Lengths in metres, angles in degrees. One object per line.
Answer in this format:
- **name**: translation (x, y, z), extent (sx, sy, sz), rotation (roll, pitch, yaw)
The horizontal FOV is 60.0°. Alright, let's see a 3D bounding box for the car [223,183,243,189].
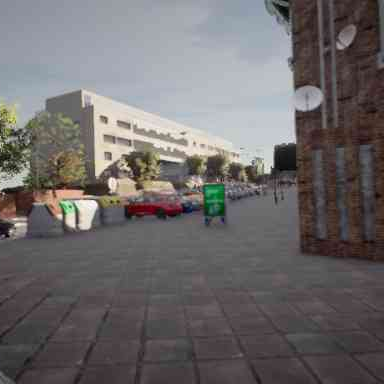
- **car**: translation (11.625, -1.640, 94.026), extent (4.892, 1.521, 2.231), rotation (-2, 2, 23)

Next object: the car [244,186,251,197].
- **car**: translation (5.755, 0.307, 49.349), extent (4.674, 1.452, 2.002), rotation (-2, 2, 23)

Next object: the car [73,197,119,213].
- **car**: translation (-11.597, 1.573, 40.250), extent (4.892, 1.521, 2.231), rotation (-2, 2, 23)

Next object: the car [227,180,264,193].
- **car**: translation (9.254, -0.468, 57.406), extent (5.566, 2.045, 2.435), rotation (-2, 2, 23)

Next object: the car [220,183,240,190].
- **car**: translation (10.508, -1.487, 91.469), extent (4.892, 1.521, 2.231), rotation (-2, 2, 23)

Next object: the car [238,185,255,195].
- **car**: translation (6.967, 0.139, 52.157), extent (4.674, 1.452, 2.002), rotation (-2, 2, 23)

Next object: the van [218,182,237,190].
- **van**: translation (9.503, -1.565, 88.852), extent (4.442, 1.987, 1.878), rotation (-2, 2, 23)

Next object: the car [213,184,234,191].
- **car**: translation (8.259, -1.176, 86.228), extent (5.008, 1.535, 2.097), rotation (-2, 2, 23)

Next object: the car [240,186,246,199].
- **car**: translation (4.621, 0.456, 46.641), extent (4.792, 1.488, 2.163), rotation (-2, 2, 23)

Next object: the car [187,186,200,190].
- **car**: translation (-1.616, 0.223, 63.282), extent (4.792, 1.488, 2.163), rotation (-2, 2, 23)

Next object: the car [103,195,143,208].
- **car**: translation (-9.425, 1.274, 45.250), extent (4.892, 1.521, 2.231), rotation (-2, 2, 23)

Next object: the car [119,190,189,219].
- **car**: translation (-3.550, 1.225, 27.888), extent (5.566, 2.045, 2.435), rotation (-2, 1, 23)

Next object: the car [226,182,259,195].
- **car**: translation (8.094, -0.186, 54.856), extent (4.553, 1.767, 2.185), rotation (-2, 2, 23)

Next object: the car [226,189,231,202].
- **car**: translation (1.275, 0.901, 38.498), extent (5.366, 1.575, 1.946), rotation (-2, 2, 23)

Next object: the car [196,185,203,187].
- **car**: translation (0.541, -0.080, 68.430), extent (4.792, 1.488, 2.163), rotation (-2, 2, 23)

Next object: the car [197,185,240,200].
- **car**: translation (3.451, 0.462, 43.941), extent (4.553, 1.767, 2.185), rotation (-2, 2, 23)

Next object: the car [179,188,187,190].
- **car**: translation (-3.940, 0.384, 58.066), extent (4.553, 1.767, 2.185), rotation (-2, 2, 23)

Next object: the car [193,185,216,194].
- **car**: translation (2.798, -0.544, 73.523), extent (4.553, 1.767, 2.185), rotation (-2, 2, 23)

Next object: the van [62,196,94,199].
- **van**: translation (-12.602, 1.489, 37.632), extent (4.442, 1.987, 1.878), rotation (-2, 2, 23)

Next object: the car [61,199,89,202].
- **car**: translation (-13.804, 1.847, 35.107), extent (4.892, 1.521, 2.231), rotation (-2, 1, 23)

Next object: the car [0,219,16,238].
- **car**: translation (-10.983, 1.855, 17.204), extent (1.812, 1.442, 4.674), rotation (-2, -1, -3)

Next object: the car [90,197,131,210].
- **car**: translation (-10.487, 1.459, 42.807), extent (4.674, 1.452, 2.002), rotation (-2, 2, 23)

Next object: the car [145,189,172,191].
- **car**: translation (-6.054, 0.555, 53.031), extent (5.566, 2.045, 2.435), rotation (-2, 2, 23)

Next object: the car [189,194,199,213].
- **car**: translation (-2.338, 1.360, 30.582), extent (5.008, 1.535, 2.097), rotation (-2, 2, 23)

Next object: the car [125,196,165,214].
- **car**: translation (-4.950, 1.338, 36.105), extent (1.882, 1.535, 5.008), rotation (-2, 2, 23)

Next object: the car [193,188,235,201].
- **car**: translation (2.323, 0.744, 41.377), extent (4.892, 1.521, 2.231), rotation (-2, 2, 23)

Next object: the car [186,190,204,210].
- **car**: translation (-1.257, 1.104, 33.187), extent (4.553, 1.767, 2.185), rotation (-2, 2, 23)
